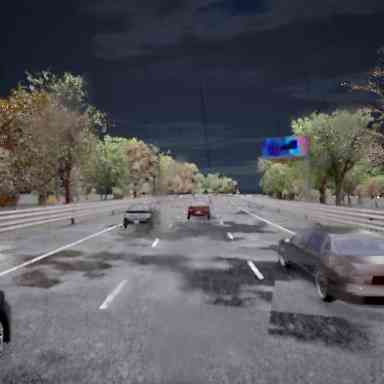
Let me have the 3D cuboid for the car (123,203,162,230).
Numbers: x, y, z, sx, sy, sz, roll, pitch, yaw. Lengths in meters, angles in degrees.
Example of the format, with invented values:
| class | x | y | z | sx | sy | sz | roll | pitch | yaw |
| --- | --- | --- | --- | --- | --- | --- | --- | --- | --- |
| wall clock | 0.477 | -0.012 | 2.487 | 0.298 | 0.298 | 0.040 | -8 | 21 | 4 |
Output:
| class | x | y | z | sx | sy | sz | roll | pitch | yaw |
| --- | --- | --- | --- | --- | --- | --- | --- | --- | --- |
| car | -3.069 | 1.476 | 21.211 | 2.128 | 1.511 | 4.902 | 0 | 0 | 2 |

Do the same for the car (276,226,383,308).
| class | x | y | z | sx | sy | sz | roll | pitch | yaw |
| --- | --- | --- | --- | --- | --- | --- | --- | --- | --- |
| car | 3.548 | 1.543 | 8.159 | 2.033 | 1.411 | 5.357 | 0 | 0 | 1 |

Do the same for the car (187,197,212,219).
| class | x | y | z | sx | sy | sz | roll | pitch | yaw |
| --- | --- | --- | --- | --- | --- | --- | --- | --- | --- |
| car | 0.621 | 1.464 | 28.952 | 1.882 | 1.535 | 5.008 | 0 | 0 | 2 |

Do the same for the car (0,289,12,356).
| class | x | y | z | sx | sy | sz | roll | pitch | yaw |
| --- | --- | --- | --- | --- | --- | --- | --- | --- | --- |
| car | -3.377 | 1.486 | 2.598 | 2.128 | 1.511 | 4.902 | 0 | 0 | 0 |

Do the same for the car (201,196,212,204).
| class | x | y | z | sx | sy | sz | roll | pitch | yaw |
| --- | --- | --- | --- | --- | --- | --- | --- | --- | --- |
| car | 2.986 | 1.555 | 66.707 | 2.033 | 1.411 | 5.357 | 0 | 0 | 6 |
